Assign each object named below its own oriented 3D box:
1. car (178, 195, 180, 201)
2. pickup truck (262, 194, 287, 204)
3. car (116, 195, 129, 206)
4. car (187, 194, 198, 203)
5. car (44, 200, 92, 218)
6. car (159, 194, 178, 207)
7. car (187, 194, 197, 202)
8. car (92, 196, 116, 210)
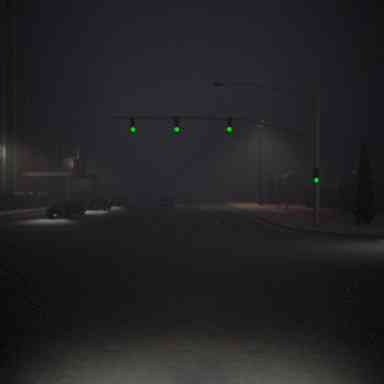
[{"bbox_3d":[-3.464,1.136,67.377,1.812,1.442,4.674,0,0,0],"label":"car"},{"bbox_3d":[13.144,0.755,52.637,2.390,2.098,6.274,0,0,31],"label":"pickup truck"},{"bbox_3d":[-10.548,1.210,48.615,2.128,1.511,4.902,0,0,0],"label":"car"},{"bbox_3d":[0.125,1.267,57.645,1.895,1.301,4.718,0,0,0],"label":"car"},{"bbox_3d":[-10.575,1.383,28.377,2.033,1.411,5.357,0,0,0],"label":"car"},{"bbox_3d":[-3.381,1.301,45.381,1.994,1.385,4.181,0,0,0],"label":"car"},{"bbox_3d":[0.030,1.156,67.438,2.033,1.411,5.357,0,0,0],"label":"car"},{"bbox_3d":[-10.572,1.342,38.250,1.994,1.385,4.181,0,0,0],"label":"car"}]
